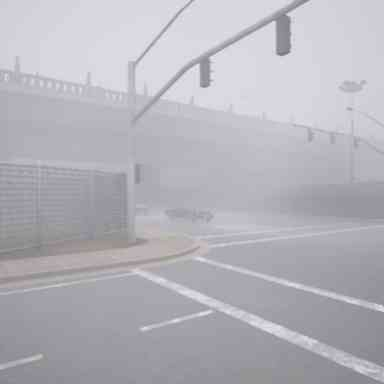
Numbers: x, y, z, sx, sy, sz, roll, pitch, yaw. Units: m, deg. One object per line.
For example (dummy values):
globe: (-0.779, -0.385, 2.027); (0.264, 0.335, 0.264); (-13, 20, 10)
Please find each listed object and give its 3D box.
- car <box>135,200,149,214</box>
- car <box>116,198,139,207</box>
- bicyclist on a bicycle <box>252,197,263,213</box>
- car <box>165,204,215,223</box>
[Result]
car: (-6.306, 1.558, 35.449); (1.882, 1.535, 5.008); (0, 0, -36)
car: (-10.450, 1.693, 53.590); (1.895, 1.301, 4.718); (0, 0, -36)
bicyclist on a bicycle: (7.045, 1.399, 35.664); (1.656, 1.620, 0.582); (0, 0, -36)
car: (-0.249, 1.681, 26.985); (1.895, 1.301, 4.718); (0, 0, -36)
